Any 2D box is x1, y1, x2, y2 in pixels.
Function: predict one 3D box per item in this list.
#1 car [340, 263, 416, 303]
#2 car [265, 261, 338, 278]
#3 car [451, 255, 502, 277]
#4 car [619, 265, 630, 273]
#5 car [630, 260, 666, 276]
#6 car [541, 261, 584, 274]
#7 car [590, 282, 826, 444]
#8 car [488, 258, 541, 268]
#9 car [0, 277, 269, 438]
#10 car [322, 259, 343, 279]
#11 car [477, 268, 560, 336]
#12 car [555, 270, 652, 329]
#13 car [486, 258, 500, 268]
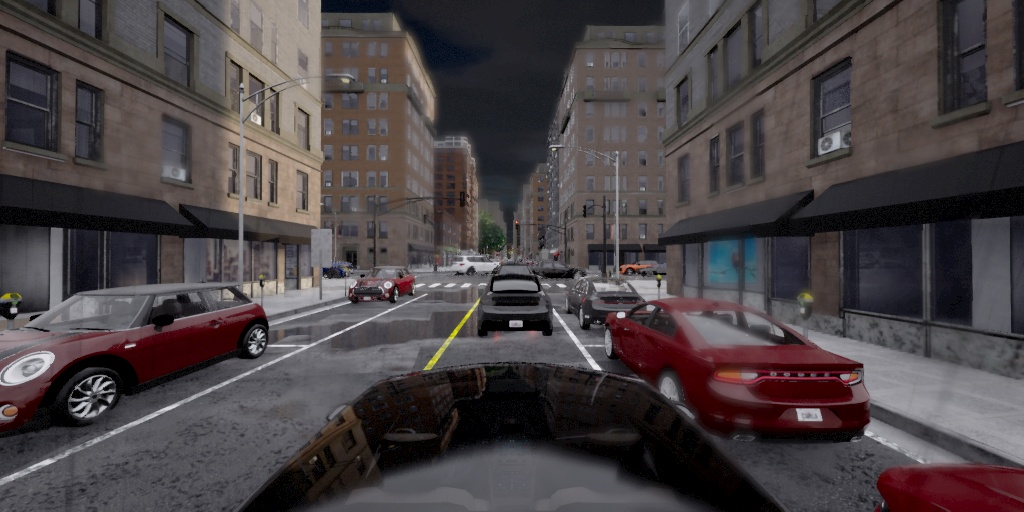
[{"bbox_3d":[-5.832,1.195,16.451,1.967,1.591,4.097,0,0,0],"label":"car"},{"bbox_3d":[-18.957,1.217,32.469,5.357,1.411,2.033,0,0,0],"label":"car"},{"bbox_3d":[-3.462,0.977,36.179,5.566,2.045,2.150,0,1,-41],"label":"car"},{"bbox_3d":[14.030,1.221,39.324,4.553,1.767,2.097,0,0,0],"label":"car"},{"bbox_3d":[15.195,1.394,36.062,5.357,1.411,2.033,0,0,0],"label":"car"},{"bbox_3d":[3.591,1.216,29.312,5.008,1.535,1.882,0,0,0],"label":"car"},{"bbox_3d":[2.676,1.296,5.457,1.888,1.381,4.507,0,0,0],"label":"car"},{"bbox_3d":[0.123,1.108,17.788,2.097,1.767,4.553,0,0,0],"label":"car"},{"bbox_3d":[-5.851,1.190,5.464,1.967,1.591,4.097,0,0,0],"label":"car"},{"bbox_3d":[-15.846,0.878,29.234,5.566,2.045,2.150,0,0,0],"label":"car"},{"bbox_3d":[0.058,1.257,10.374,1.837,1.490,4.892,0,0,-1],"label":"car"},{"bbox_3d":[2.685,1.303,10.949,2.007,1.370,4.403,0,0,0],"label":"car"},{"bbox_3d":[-3.162,1.159,60.798,2.097,1.767,4.553,0,0,0],"label":"car"}]
